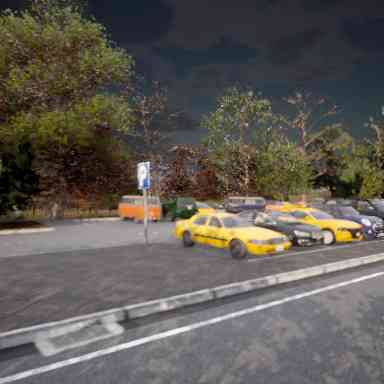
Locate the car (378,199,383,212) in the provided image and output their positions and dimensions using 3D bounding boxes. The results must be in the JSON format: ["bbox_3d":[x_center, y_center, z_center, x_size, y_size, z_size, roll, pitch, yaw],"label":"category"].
[{"bbox_3d":[32.025,2.191,51.125,2.435,2.045,5.566,2,-1,-35],"label":"car"}]

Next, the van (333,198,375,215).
[{"bbox_3d":[20.916,1.819,43.098,1.878,1.987,4.442,1,-1,-35],"label":"van"}]

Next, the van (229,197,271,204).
[{"bbox_3d":[4.994,1.468,32.034,1.878,1.987,4.442,1,-1,-35],"label":"van"}]

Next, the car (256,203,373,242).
[{"bbox_3d":[5.703,1.550,16.341,2.097,1.535,5.008,1,-1,-35],"label":"car"}]

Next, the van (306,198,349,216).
[{"bbox_3d":[16.271,1.719,40.073,1.878,1.987,4.442,1,-1,-35],"label":"van"}]

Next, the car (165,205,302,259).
[{"bbox_3d":[1.303,1.487,12.969,1.946,1.575,5.366,1,0,-35],"label":"car"}]

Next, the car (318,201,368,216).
[{"bbox_3d":[18.699,1.992,41.434,1.946,1.575,5.366,1,-1,-36],"label":"car"}]

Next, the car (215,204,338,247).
[{"bbox_3d":[3.447,1.517,14.731,2.231,1.521,4.892,1,0,-35],"label":"car"}]

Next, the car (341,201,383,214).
[{"bbox_3d":[23.098,2.095,44.803,2.097,1.535,5.008,1,-1,-35],"label":"car"}]

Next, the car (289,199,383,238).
[{"bbox_3d":[7.951,1.468,17.974,2.185,1.767,4.553,1,-1,-35],"label":"car"}]

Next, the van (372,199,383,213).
[{"bbox_3d":[29.685,2.122,49.636,1.878,1.987,4.442,2,-1,-35],"label":"van"}]

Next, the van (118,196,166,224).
[{"bbox_3d":[-4.125,1.290,25.534,1.878,1.987,4.442,1,0,-35],"label":"van"}]

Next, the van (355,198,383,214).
[{"bbox_3d":[25.306,1.932,46.227,1.878,1.987,4.442,2,-1,-35],"label":"van"}]

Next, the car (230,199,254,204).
[{"bbox_3d":[2.806,1.645,30.323,2.231,1.521,4.892,1,-1,-35],"label":"car"}]

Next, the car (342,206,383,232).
[{"bbox_3d":[12.467,1.721,21.191,2.163,1.488,4.792,1,-1,-35],"label":"car"}]

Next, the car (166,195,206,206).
[{"bbox_3d":[-1.718,1.300,27.140,2.435,2.045,5.566,1,0,-35],"label":"car"}]

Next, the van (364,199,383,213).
[{"bbox_3d":[27.533,2.031,48.101,1.878,1.987,4.442,2,-1,-35],"label":"van"}]

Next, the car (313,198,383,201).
[{"bbox_3d":[10.244,1.390,19.536,2.435,2.045,5.566,1,-1,-35],"label":"car"}]

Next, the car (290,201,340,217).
[{"bbox_3d":[14.084,1.896,38.363,2.231,1.521,4.892,1,-1,-35],"label":"car"}]

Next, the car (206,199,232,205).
[{"bbox_3d":[0.657,1.592,28.572,1.946,1.575,5.366,1,-1,-35],"label":"car"}]

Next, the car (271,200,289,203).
[{"bbox_3d":[7.333,1.618,33.520,2.185,1.767,4.553,1,-1,-35],"label":"car"}]

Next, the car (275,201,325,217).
[{"bbox_3d":[11.828,1.844,36.756,2.097,1.535,5.008,1,-1,-35],"label":"car"}]

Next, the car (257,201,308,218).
[{"bbox_3d":[9.470,1.792,35.075,2.097,1.535,5.008,1,-1,-35],"label":"car"}]

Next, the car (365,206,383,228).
[{"bbox_3d":[14.742,1.782,22.780,2.002,1.452,4.674,1,-1,-35],"label":"car"}]
